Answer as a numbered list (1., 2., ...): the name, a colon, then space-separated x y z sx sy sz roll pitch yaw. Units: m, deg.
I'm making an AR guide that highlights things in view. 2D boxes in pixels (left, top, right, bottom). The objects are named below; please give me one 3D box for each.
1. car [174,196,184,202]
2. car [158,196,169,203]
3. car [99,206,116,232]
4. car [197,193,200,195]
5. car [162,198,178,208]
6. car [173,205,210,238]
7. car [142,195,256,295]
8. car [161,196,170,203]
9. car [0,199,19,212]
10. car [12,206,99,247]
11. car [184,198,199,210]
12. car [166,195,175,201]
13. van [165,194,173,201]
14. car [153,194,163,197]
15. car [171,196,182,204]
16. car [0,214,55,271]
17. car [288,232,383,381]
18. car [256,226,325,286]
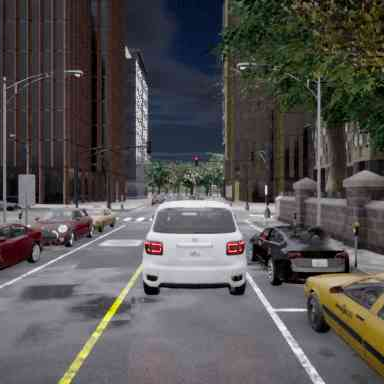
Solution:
1. car: -3.055 1.558 77.331 2.033 1.411 5.357 0 0 0
2. car: -5.812 1.602 68.434 1.802 1.307 4.206 0 0 0
3. car: -5.778 1.527 19.981 1.752 1.417 4.829 0 0 0
4. car: 2.706 1.572 79.315 1.887 1.381 4.507 0 0 0
5. car: -3.130 1.574 48.122 1.994 1.385 4.181 0 0 0
6. car: 0.010 1.527 18.480 1.812 1.442 4.674 0 0 0
7. car: 0.060 1.222 8.835 2.150 2.045 5.566 0 0 0
8. car: -5.816 1.548 73.701 1.752 1.417 4.829 0 0 0
9. car: -19.193 1.202 31.543 5.357 1.411 2.033 1 0 -5
10. car: -5.775 1.441 14.694 1.967 1.590 4.097 0 0 0
11. car: 0.042 1.534 44.784 1.812 1.442 4.674 0 0 2
12. car: -5.827 1.585 90.184 2.008 1.369 4.403 0 0 0
13. van: -5.824 1.372 84.747 1.690 1.788 3.998 0 0 0
14. car: -5.805 1.329 57.559 2.192 1.841 5.009 0 0 0
15. car: -3.069 1.583 66.991 1.994 1.385 4.181 0 0 1
16. car: -5.771 1.545 9.237 1.887 1.381 4.507 0 0 0
17. car: 2.758 1.525 3.958 1.752 1.417 4.829 0 0 0
18. car: 2.754 1.566 9.245 1.947 1.339 4.313 0 0 0
